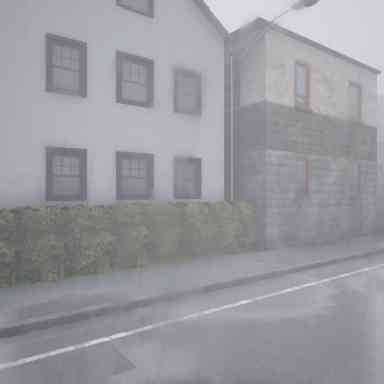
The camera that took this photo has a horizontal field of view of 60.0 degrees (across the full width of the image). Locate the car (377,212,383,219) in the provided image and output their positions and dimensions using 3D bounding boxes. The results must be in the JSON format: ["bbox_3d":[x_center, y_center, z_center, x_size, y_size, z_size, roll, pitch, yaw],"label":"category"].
[{"bbox_3d":[13.056,1.777,27.497,1.895,1.301,4.718,0,0,-35],"label":"car"}]
